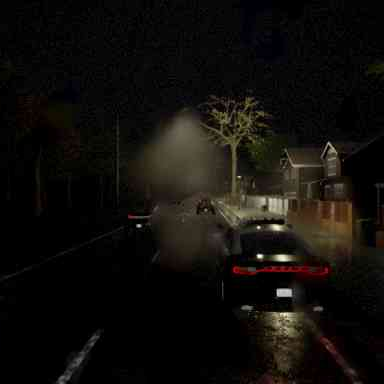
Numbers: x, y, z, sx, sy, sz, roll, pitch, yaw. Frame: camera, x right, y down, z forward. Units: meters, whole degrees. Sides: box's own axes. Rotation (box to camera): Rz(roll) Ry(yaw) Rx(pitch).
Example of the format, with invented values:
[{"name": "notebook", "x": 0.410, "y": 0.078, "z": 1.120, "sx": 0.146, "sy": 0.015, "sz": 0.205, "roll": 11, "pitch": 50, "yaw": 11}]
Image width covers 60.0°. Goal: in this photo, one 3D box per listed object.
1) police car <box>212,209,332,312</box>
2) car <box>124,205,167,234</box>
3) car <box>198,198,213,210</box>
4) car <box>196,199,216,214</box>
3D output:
[{"name": "police car", "x": 1.591, "y": 1.426, "z": 7.959, "sx": 1.930, "sy": 1.638, "sz": 5.238, "roll": 0, "pitch": 0, "yaw": 2}, {"name": "car", "x": -2.599, "y": 1.495, "z": 19.397, "sx": 2.128, "sy": 1.511, "sz": 4.902, "roll": 0, "pitch": 0, "yaw": 2}, {"name": "car", "x": 1.847, "y": 1.587, "z": 45.393, "sx": 1.994, "sy": 1.385, "sz": 4.181, "roll": 0, "pitch": 0, "yaw": 1}, {"name": "car", "x": 1.469, "y": 1.519, "z": 34.997, "sx": 1.837, "sy": 1.490, "sz": 4.892, "roll": 0, "pitch": -1, "yaw": 2}]
